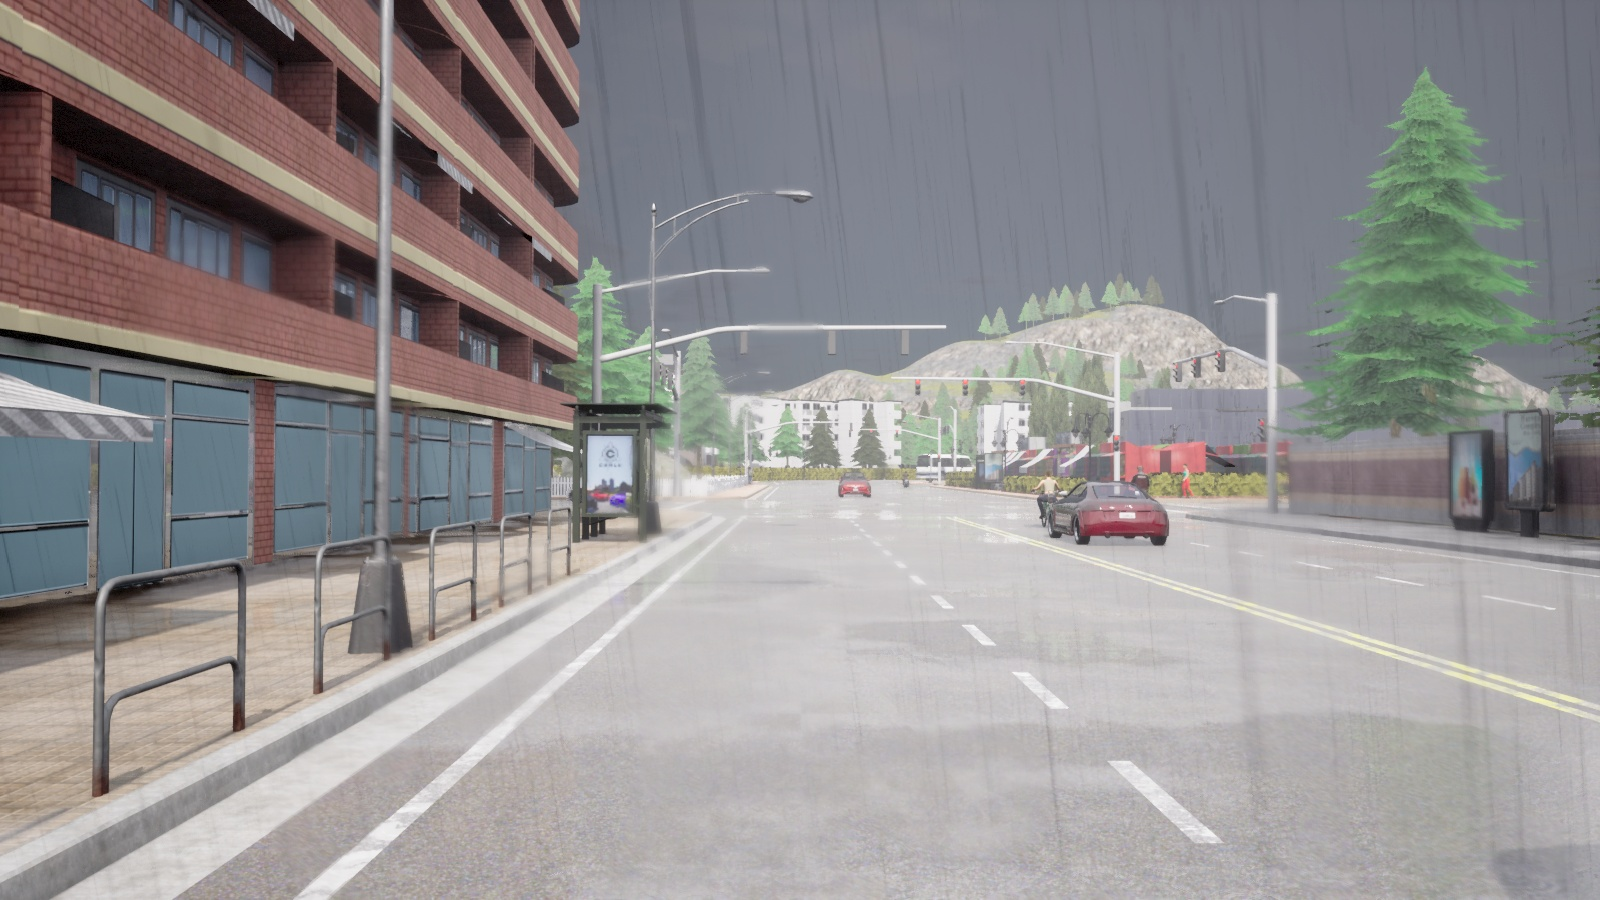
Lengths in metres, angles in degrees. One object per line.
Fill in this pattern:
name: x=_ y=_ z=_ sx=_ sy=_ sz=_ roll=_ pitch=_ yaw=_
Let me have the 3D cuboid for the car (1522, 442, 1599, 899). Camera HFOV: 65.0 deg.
car: x=3.494 y=0.762 z=1.855 sx=2.033 sy=1.649 sz=4.856 roll=0 pitch=-1 yaw=0

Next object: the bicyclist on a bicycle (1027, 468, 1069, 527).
bicyclist on a bicycle: x=6.904 y=1.310 z=34.999 sx=0.866 sy=1.612 sz=1.509 roll=0 pitch=-1 yaw=0

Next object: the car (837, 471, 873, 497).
car: x=3.301 y=2.029 z=76.449 sx=2.007 sy=1.525 sz=4.514 roll=0 pitch=-1 yaw=0

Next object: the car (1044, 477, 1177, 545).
car: x=6.923 y=1.328 z=28.475 sx=1.994 sy=1.385 sz=4.181 roll=0 pitch=-1 yaw=0

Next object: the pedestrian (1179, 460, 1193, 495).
pedestrian: x=19.948 y=1.420 z=64.901 sx=0.594 sy=1.836 sz=0.345 roll=0 pitch=-1 yaw=3
